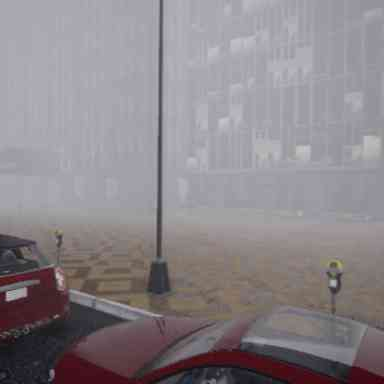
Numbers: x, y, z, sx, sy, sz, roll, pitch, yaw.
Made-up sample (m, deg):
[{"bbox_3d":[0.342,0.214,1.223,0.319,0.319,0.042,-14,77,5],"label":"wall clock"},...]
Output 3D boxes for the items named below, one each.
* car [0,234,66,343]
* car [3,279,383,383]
[{"bbox_3d":[-3.994,1.429,5.713,4.097,1.590,1.967,0,1,36],"label":"car"},{"bbox_3d":[0.599,1.581,2.437,4.206,1.307,1.802,0,1,36],"label":"car"}]
